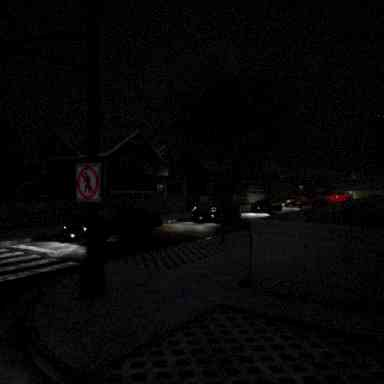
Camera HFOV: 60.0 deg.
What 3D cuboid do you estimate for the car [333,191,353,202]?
[{"bbox_3d":[21.934,0.802,48.679,2.150,2.045,5.566,0,1,38],"label":"car"}]

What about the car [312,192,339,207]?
[{"bbox_3d":[16.083,1.145,40.519,1.882,1.535,5.008,0,1,35],"label":"car"}]

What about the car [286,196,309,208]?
[{"bbox_3d":[13.020,1.198,41.114,1.812,1.442,4.674,0,1,34],"label":"car"}]

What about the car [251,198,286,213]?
[{"bbox_3d":[7.395,1.319,32.869,1.994,1.385,4.181,0,1,35],"label":"car"}]

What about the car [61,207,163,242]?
[{"bbox_3d":[-3.654,1.460,16.469,2.033,1.411,5.357,0,1,34],"label":"car"}]

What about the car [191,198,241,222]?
[{"bbox_3d":[1.857,1.187,24.671,2.097,1.767,4.553,0,1,34],"label":"car"}]
